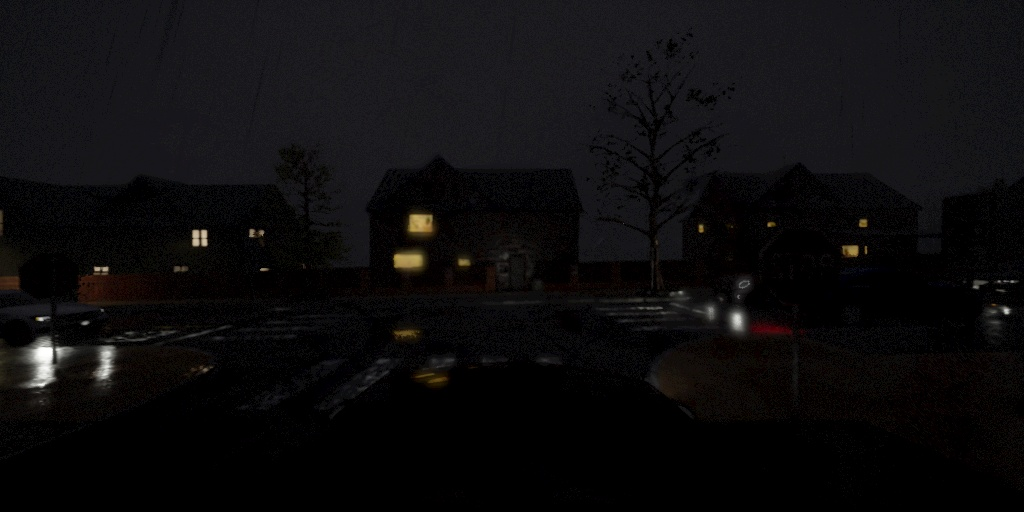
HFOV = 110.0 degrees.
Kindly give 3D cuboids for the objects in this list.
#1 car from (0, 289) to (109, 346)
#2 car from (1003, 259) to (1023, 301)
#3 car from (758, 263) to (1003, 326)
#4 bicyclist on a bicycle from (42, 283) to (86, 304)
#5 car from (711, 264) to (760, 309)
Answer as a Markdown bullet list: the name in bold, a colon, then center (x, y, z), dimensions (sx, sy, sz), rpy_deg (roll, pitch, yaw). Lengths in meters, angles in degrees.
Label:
- **car**: center (-14.617, 1.700, 10.322), dimensions (4.674, 1.442, 1.812), rpy_deg (-1, 0, 0)
- **car**: center (19.597, 0.849, 13.348), dimensions (4.902, 1.511, 2.128), rpy_deg (-1, 0, 0)
- **car**: center (10.358, 1.062, 10.379), dimensions (5.008, 1.535, 1.882), rpy_deg (-1, 0, 0)
- **bicyclist on a bicycle**: center (-20.170, 1.590, 16.160), dimensions (0.582, 1.620, 1.656), rpy_deg (-1, 0, 0)
- **car**: center (9.982, 0.936, 13.328), dimensions (4.553, 1.767, 2.097), rpy_deg (-1, 0, 0)
